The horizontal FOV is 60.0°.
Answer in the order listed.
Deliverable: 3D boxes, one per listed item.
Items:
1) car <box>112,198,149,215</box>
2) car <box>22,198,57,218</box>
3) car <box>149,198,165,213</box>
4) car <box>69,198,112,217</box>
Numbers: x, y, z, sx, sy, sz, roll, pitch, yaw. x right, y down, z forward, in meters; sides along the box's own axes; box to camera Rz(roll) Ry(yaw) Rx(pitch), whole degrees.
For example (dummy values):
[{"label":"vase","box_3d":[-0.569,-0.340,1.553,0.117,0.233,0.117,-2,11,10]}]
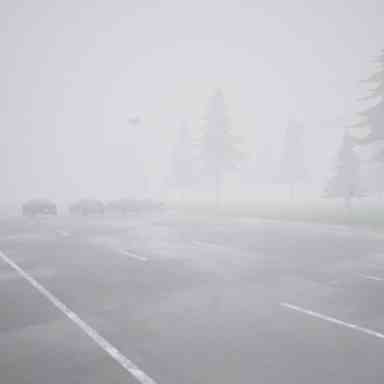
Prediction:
[{"label":"car","box_3d":[-6.509,1.308,31.286,2.128,1.511,4.902,0,0,-38]},{"label":"car","box_3d":[-13.010,1.285,28.217,1.882,1.535,5.008,0,0,-38]},{"label":"car","box_3d":[-4.519,1.333,34.385,1.812,1.442,4.674,0,0,-39]},{"label":"car","box_3d":[-9.243,1.308,29.103,2.128,1.511,4.902,0,0,-38]}]
